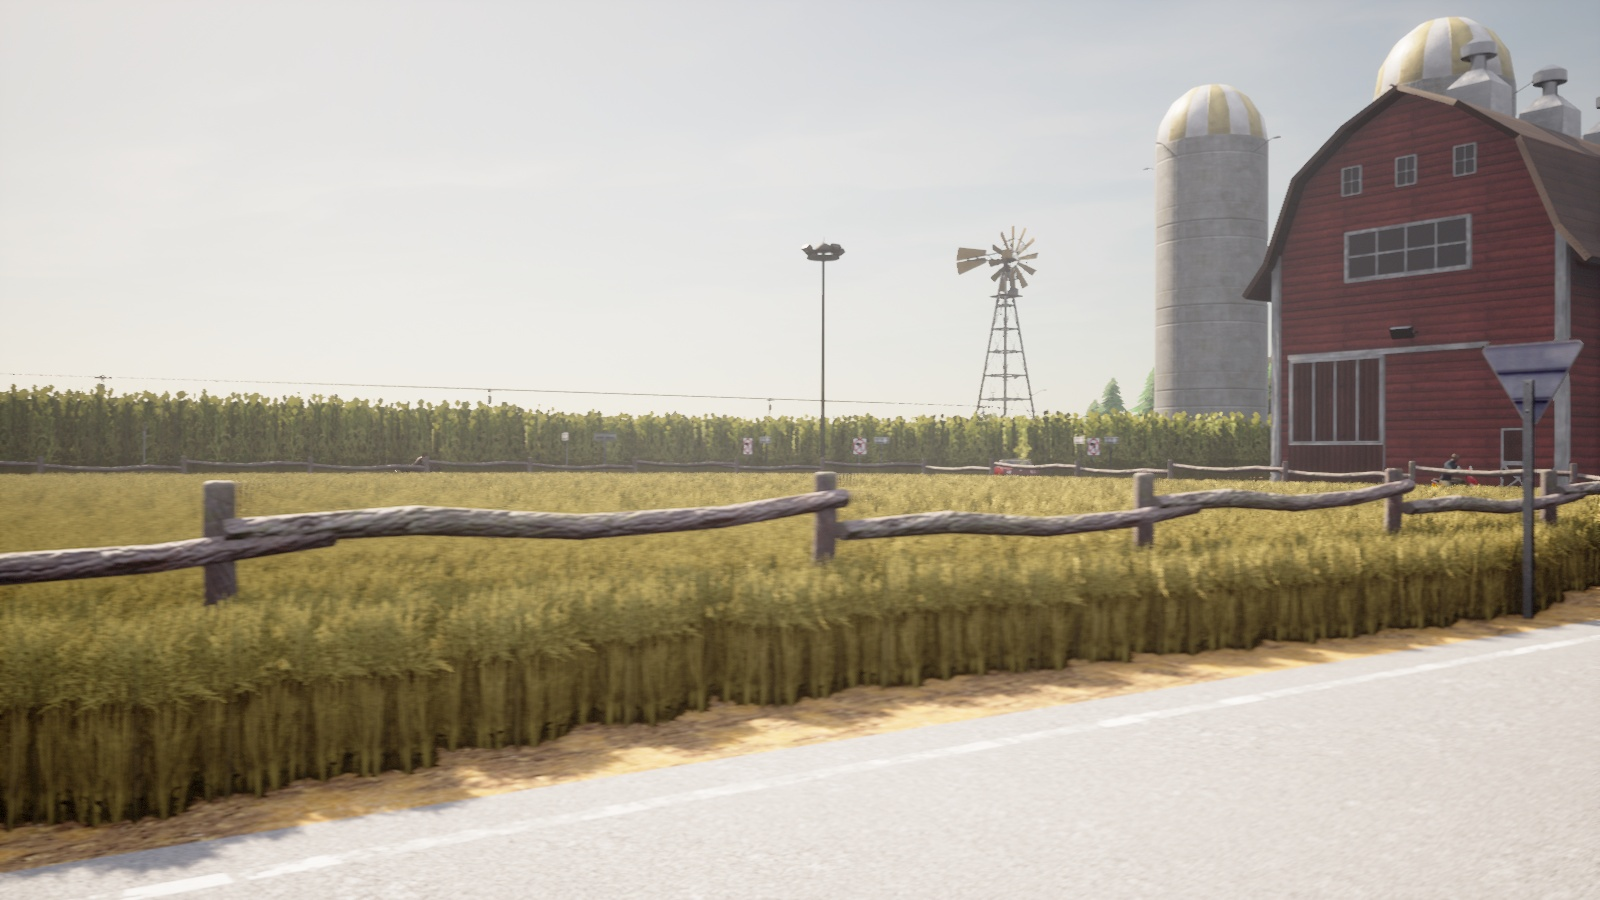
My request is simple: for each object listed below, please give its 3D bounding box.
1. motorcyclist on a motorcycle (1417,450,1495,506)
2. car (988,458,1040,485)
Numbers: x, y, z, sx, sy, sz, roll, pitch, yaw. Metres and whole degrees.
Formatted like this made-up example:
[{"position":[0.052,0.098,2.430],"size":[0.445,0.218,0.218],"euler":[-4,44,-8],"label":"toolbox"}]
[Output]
[{"position":[19.136,0.811,36.660],"size":[0.866,1.590,1.817],"euler":[0,0,-38],"label":"motorcyclist on a motorcycle"},{"position":[10.811,1.057,63.630],"size":[1.895,1.301,4.718],"euler":[0,0,1],"label":"car"}]
